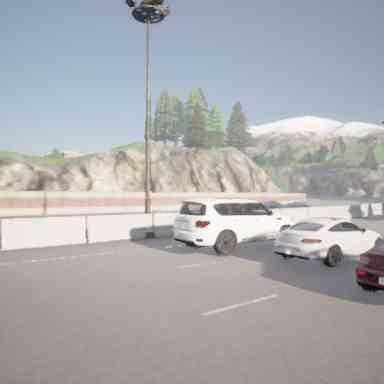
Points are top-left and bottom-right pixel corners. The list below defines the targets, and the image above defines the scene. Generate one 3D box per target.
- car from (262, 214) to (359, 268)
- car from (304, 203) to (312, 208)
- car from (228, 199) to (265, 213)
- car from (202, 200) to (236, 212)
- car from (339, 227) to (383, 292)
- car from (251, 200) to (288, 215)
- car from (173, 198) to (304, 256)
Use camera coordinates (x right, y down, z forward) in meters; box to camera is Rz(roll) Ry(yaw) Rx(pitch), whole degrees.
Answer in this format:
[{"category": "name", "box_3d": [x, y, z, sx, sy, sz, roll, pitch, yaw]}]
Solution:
[{"category": "car", "box_3d": [4.795, 1.596, 11.516, 4.674, 1.442, 1.812, 0, 0, -36]}, {"category": "car", "box_3d": [10.751, 1.742, 34.921, 5.357, 1.411, 2.033, 1, 0, -43]}, {"category": "car", "box_3d": [6.746, 1.674, 40.796, 5.008, 1.535, 1.882, 1, 0, -44]}, {"category": "car", "box_3d": [3.484, 1.750, 42.534, 4.181, 1.385, 1.994, 1, 0, -44]}, {"category": "car", "box_3d": [5.638, 1.586, 7.802, 4.674, 1.442, 1.812, 0, 0, -36]}, {"category": "car", "box_3d": [8.916, 1.723, 38.045, 4.674, 1.442, 1.812, 0, 0, -44]}, {"category": "car", "box_3d": [1.864, 1.286, 13.701, 5.566, 2.045, 2.150, 0, 0, -36]}]
